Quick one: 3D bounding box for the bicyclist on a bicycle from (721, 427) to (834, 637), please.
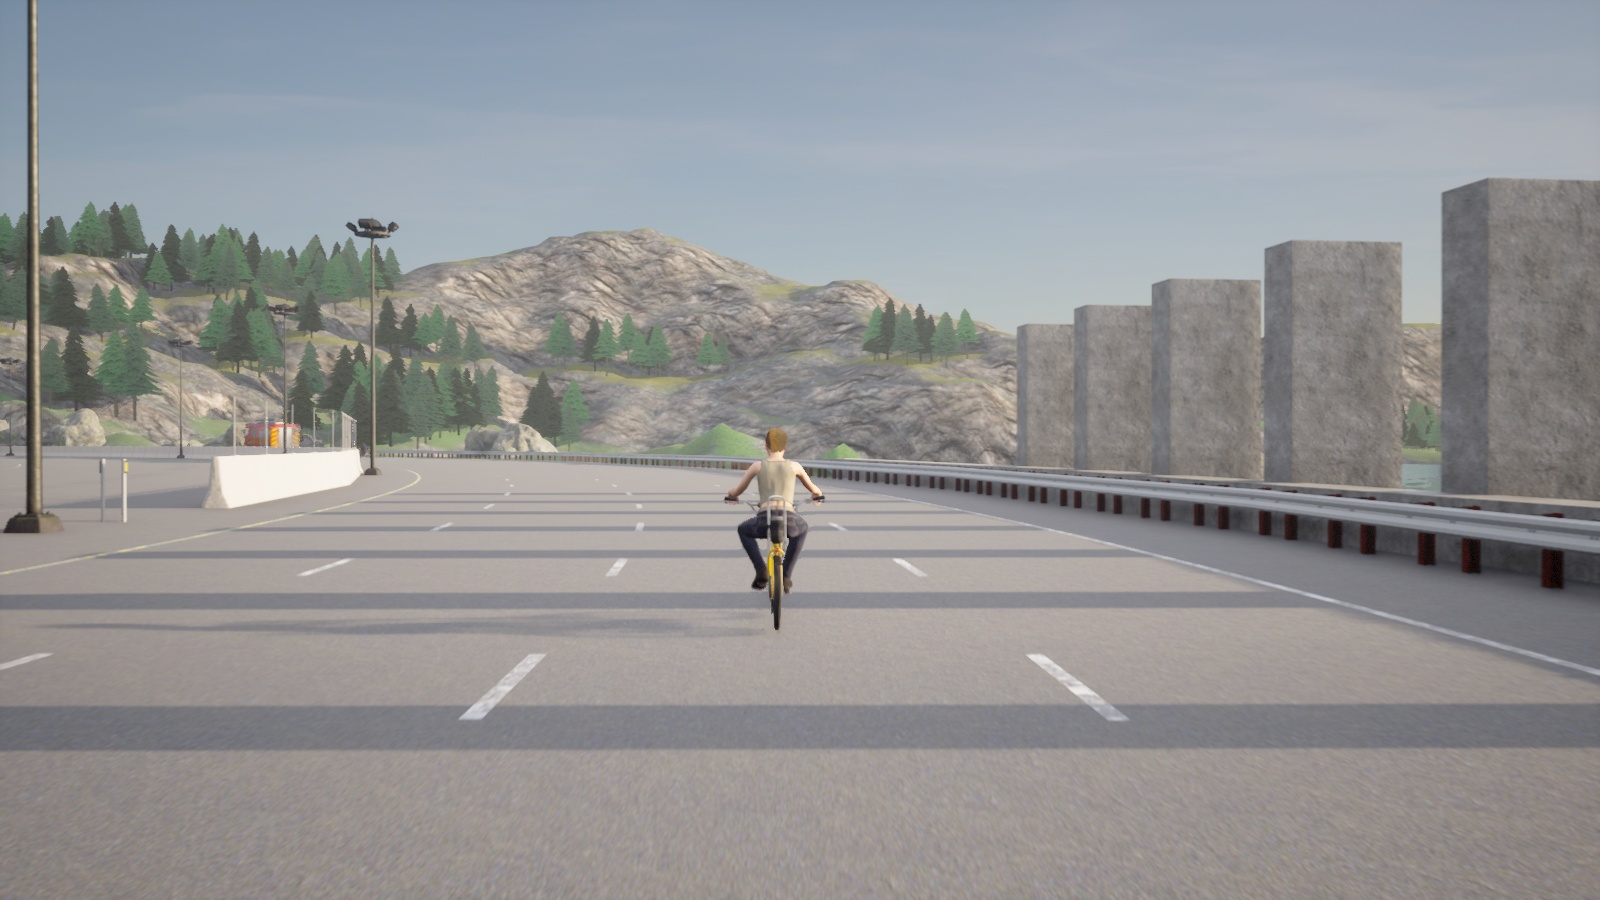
[{"bbox_3d":[-0.205,0.624,10.430,0.866,1.612,1.509,0,0,-3],"label":"bicyclist on a bicycle"}]
